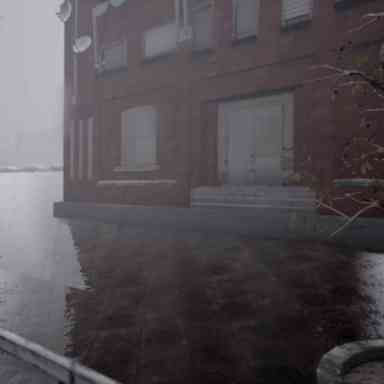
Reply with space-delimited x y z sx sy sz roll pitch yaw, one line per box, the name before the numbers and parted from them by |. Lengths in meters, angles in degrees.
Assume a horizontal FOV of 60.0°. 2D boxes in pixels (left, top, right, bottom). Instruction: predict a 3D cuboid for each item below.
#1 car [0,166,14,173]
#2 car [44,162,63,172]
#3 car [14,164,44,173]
car | -26.277 -3.093 48.049 4.674 1.452 2.002 1 0 28
car | -16.361 -3.109 43.155 4.553 1.767 2.185 1 1 26
car | -21.443 -3.068 45.594 4.892 1.521 2.231 1 0 27
